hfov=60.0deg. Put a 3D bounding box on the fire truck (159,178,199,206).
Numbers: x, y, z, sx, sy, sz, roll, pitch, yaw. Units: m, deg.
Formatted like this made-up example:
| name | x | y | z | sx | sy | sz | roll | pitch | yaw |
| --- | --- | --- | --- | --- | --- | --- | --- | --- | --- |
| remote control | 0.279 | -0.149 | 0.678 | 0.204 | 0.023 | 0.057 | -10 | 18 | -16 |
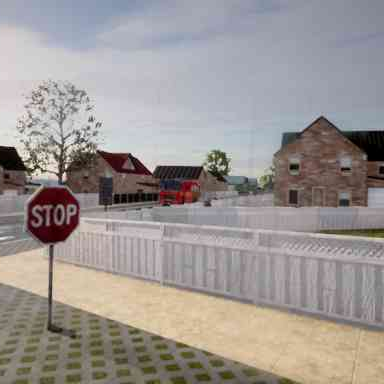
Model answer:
| name | x | y | z | sx | sy | sz | roll | pitch | yaw |
| --- | --- | --- | --- | --- | --- | --- | --- | --- | --- |
| fire truck | -1.641 | -0.017 | 47.021 | 2.891 | 3.827 | 8.468 | 2 | 1 | 19 |
